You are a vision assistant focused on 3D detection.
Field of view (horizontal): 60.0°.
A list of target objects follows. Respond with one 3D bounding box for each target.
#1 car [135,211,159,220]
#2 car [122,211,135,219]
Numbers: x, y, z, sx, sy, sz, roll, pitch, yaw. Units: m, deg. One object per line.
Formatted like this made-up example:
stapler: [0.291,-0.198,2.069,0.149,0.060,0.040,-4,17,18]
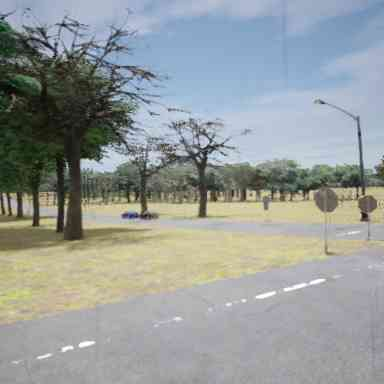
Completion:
car: [-7.508,4.040,57.827,1.882,1.535,5.008,-2,-2,-34]
car: [-11.998,4.366,64.335,1.882,1.535,5.008,-2,-1,-34]
